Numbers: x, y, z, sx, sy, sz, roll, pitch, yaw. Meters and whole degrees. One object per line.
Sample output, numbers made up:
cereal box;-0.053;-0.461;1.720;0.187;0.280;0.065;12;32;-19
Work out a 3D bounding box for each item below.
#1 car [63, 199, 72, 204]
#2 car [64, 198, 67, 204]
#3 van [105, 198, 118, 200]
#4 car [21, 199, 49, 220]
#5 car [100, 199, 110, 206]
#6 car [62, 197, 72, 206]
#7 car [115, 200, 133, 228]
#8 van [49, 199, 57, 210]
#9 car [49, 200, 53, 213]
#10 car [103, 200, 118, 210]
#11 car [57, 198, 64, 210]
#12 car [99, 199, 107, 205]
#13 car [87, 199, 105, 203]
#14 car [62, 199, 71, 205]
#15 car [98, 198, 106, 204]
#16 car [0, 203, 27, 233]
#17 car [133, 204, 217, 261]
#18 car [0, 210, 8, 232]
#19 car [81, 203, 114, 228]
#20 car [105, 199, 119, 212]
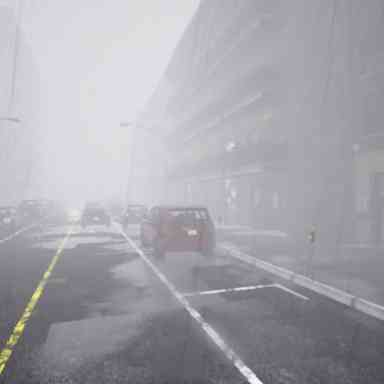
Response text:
car;-32.225;2.488;86.215;1.947;1.339;4.313;-1;0;-17
car;-23.821;2.211;59.035;1.802;1.307;4.206;-1;0;-17
van;-10.776;1.673;45.201;1.690;1.788;3.998;-1;0;-17
car;-15.420;1.680;31.856;2.192;1.841;5.009;-1;0;-17
car;-17.496;2.135;66.945;1.802;1.307;4.206;-1;0;-17
car;-28.867;2.117;75.343;2.192;1.841;5.009;-1;0;-17
car;-4.051;1.577;23.458;1.967;1.590;4.097;-1;0;-17
van;-18.780;1.807;42.727;1.690;1.788;3.998;-1;0;-17
car;-17.049;1.938;37.130;1.752;1.417;4.829;-1;0;-17
car;-12.454;1.930;50.637;1.887;1.381;4.507;-1;0;-17
car;-22.090;2.097;53.436;1.752;1.417;4.829;-1;0;-17
car;-20.857;2.250;77.817;1.802;1.307;4.206;-1;0;-17
car;-11.604;1.801;39.045;1.882;1.535;5.008;-1;0;-17
car;-30.495;2.384;80.616;1.752;1.417;4.829;-1;0;-17
car;-22.538;2.309;83.253;1.802;1.307;4.206;-1;0;-17
car;-12.057;1.710;20.985;1.967;1.590;4.097;-1;0;-17
car;-0.691;1.361;12.587;2.192;1.841;5.009;-1;0;-17
car;-10.375;1.775;15.548;2.008;1.369;4.403;-1;0;-17
car;-6.982;1.755;24.110;1.994;1.385;4.181;-1;0;-17
car;-9.093;1.863;39.766;1.802;1.307;4.206;-1;0;-17
